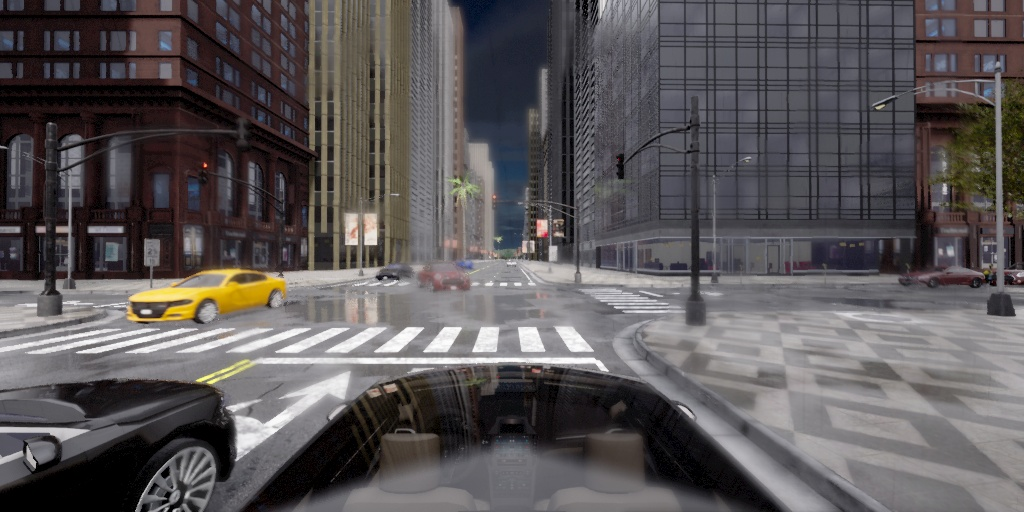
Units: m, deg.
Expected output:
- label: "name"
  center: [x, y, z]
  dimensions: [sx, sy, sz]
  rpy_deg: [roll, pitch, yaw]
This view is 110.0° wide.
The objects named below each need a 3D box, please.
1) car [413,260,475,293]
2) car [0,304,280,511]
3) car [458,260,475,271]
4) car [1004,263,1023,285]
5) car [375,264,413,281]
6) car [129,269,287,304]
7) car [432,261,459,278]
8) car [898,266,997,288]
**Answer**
- label: "car"
  center: [-4.170, 1.132, 21.289]
  dimensions: [2.097, 1.767, 4.553]
  rpy_deg: [0, 0, -28]
- label: "car"
  center: [-3.138, 1.241, 0.952]
  dimensions: [2.128, 1.511, 4.902]
  rpy_deg: [0, 0, -1]
- label: "car"
  center: [-6.690, 1.361, 53.271]
  dimensions: [1.882, 1.535, 5.008]
  rpy_deg: [0, 0, 0]
- label: "car"
  center: [32.064, 1.118, 22.151]
  dimensions: [4.097, 1.591, 1.967]
  rpy_deg: [0, 0, -1]
- label: "car"
  center: [-9.922, 1.354, 30.800]
  dimensions: [2.033, 1.411, 5.357]
  rpy_deg: [0, 0, 0]
- label: "car"
  center: [-9.874, 1.235, 12.169]
  dimensions: [1.882, 1.535, 5.008]
  rpy_deg: [0, 0, 0]
- label: "car"
  center: [-6.664, 1.300, 36.355]
  dimensions: [1.882, 1.535, 5.008]
  rpy_deg: [0, 0, 0]
- label: "car"
  center: [26.426, 1.276, 22.052]
  dimensions: [4.207, 1.307, 1.802]
  rpy_deg: [0, 0, -1]
